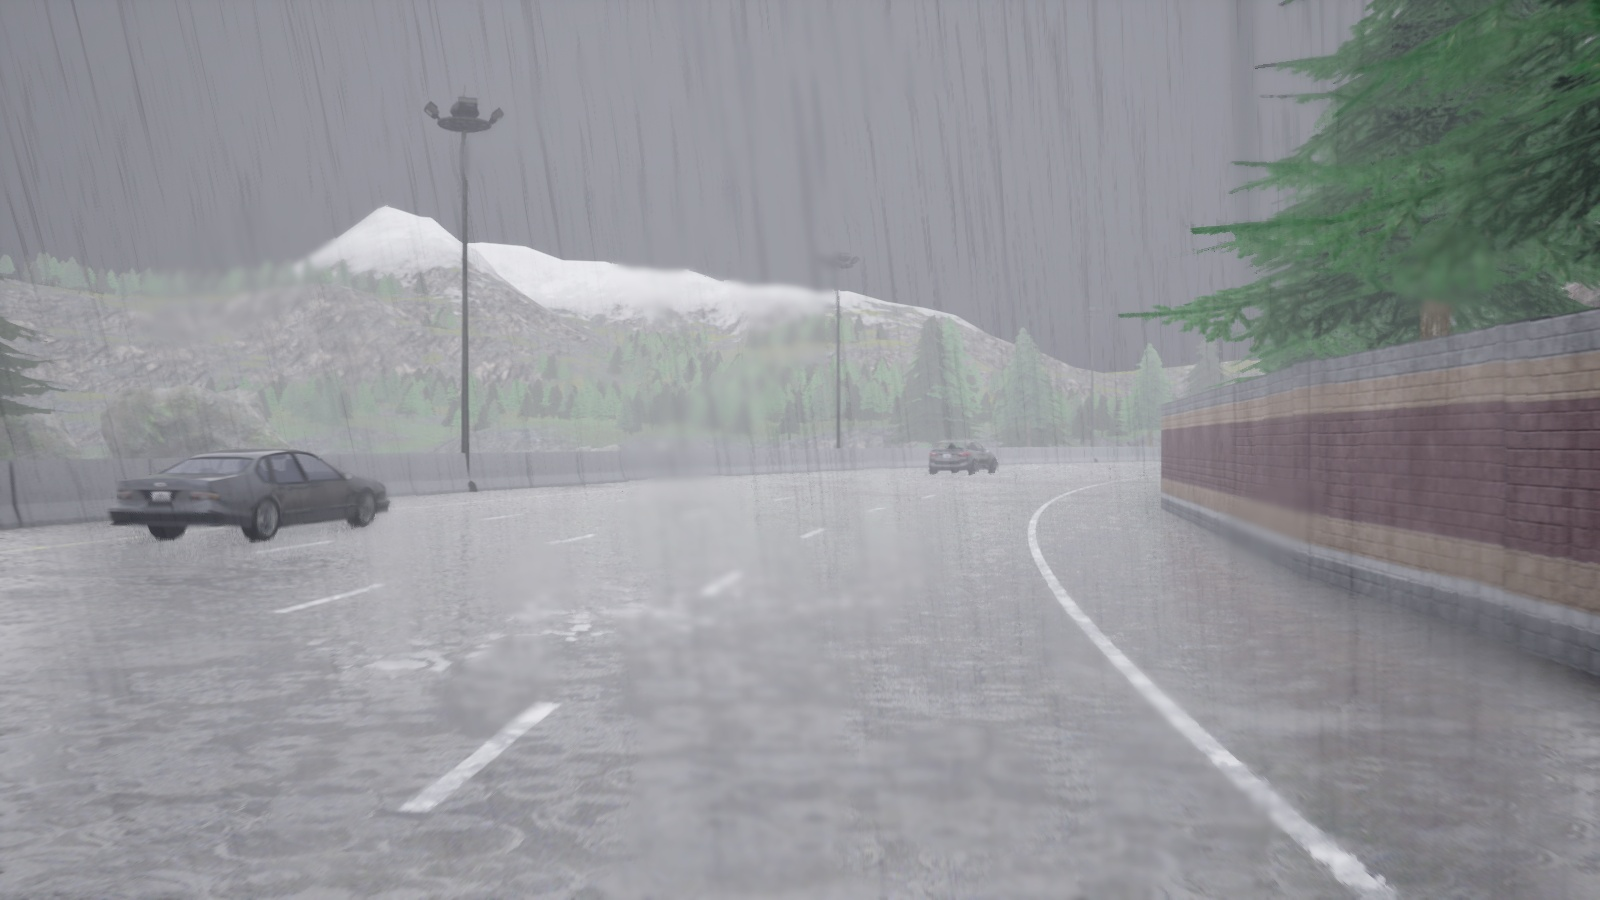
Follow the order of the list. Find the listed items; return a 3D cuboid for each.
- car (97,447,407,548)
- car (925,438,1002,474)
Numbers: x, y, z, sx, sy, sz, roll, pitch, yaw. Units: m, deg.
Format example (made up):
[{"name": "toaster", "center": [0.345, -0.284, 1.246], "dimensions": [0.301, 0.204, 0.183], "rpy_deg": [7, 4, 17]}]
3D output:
[{"name": "car", "center": [-8.674, 0.667, 20.567], "dimensions": [2.033, 1.411, 5.357], "rpy_deg": [0, 0, 10]}, {"name": "car", "center": [7.841, 0.262, 59.911], "dimensions": [2.242, 1.667, 4.611], "rpy_deg": [0, 0, 27]}]
